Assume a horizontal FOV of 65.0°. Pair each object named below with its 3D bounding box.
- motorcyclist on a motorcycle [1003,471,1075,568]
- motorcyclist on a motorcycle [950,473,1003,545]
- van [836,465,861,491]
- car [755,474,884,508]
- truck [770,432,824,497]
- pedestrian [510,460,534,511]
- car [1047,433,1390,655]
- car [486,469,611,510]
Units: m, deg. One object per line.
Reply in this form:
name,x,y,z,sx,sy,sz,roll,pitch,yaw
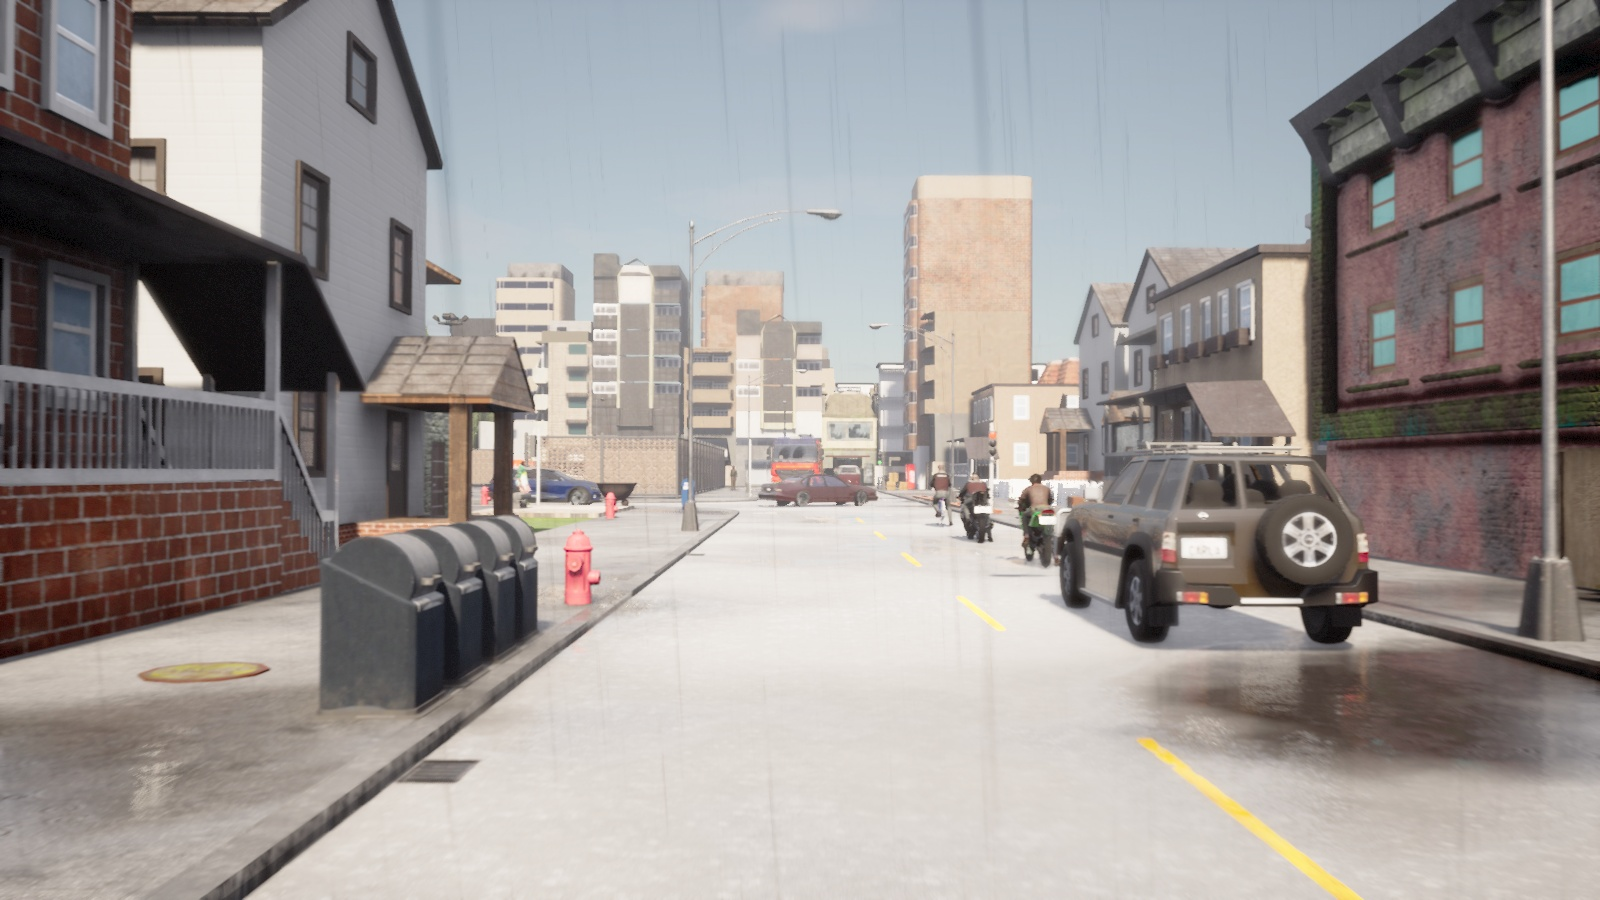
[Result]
motorcyclist on a motorcycle,3.948,1.121,20.931,0.797,1.523,2.044,0,-1,0
motorcyclist on a motorcycle,3.930,1.292,28.123,0.866,1.530,2.191,0,-1,0
van,3.758,2.156,98.439,1.775,1.987,4.442,0,-1,0
car,0.876,1.753,54.907,5.357,1.411,2.033,0,-1,-32
truck,-0.117,0.917,77.727,2.891,3.827,8.468,0,-1,3
pedestrian,-10.768,1.354,48.642,0.873,1.952,0.659,0,-1,-13
car,3.968,0.824,12.851,1.932,1.855,4.605,0,-1,0
car,-10.544,1.648,52.876,4.856,1.649,2.033,0,-1,0
